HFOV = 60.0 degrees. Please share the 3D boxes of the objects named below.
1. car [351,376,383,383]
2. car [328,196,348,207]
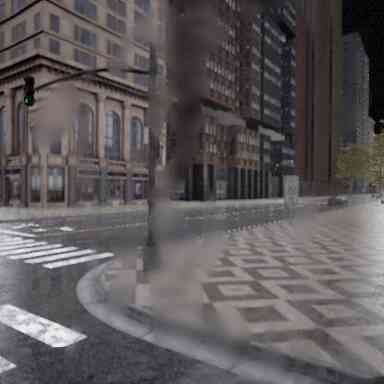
[{"bbox_3d":[2.637,1.559,1.071,4.403,1.369,2.008,0,0,36],"label":"car"},{"bbox_3d":[20.776,1.304,47.263,1.882,1.535,5.008,1,1,36],"label":"car"}]
